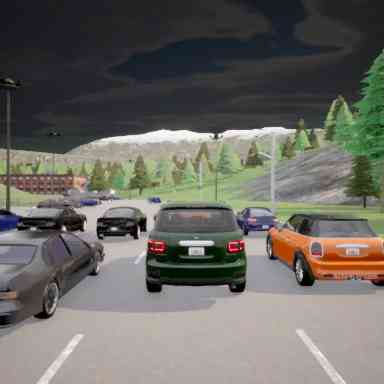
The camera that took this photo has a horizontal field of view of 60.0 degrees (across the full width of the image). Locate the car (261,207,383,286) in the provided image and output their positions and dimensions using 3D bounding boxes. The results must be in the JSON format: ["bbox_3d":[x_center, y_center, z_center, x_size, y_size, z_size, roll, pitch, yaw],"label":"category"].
[{"bbox_3d":[3.581,1.352,9.543,2.097,1.767,4.553,0,0,0],"label":"car"}]

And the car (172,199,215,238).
[{"bbox_3d":[0.022,1.352,18.575,2.097,1.767,4.553,0,0,-1],"label":"car"}]

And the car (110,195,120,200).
[{"bbox_3d":[-21.912,1.539,91.853,2.033,1.411,5.357,0,0,-44],"label":"car"}]

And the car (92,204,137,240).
[{"bbox_3d":[-3.452,1.477,17.113,1.882,1.535,5.008,0,0,0],"label":"car"}]

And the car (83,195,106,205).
[{"bbox_3d":[-15.444,1.525,48.392,4.674,1.442,1.812,0,1,-44],"label":"car"}]

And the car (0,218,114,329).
[{"bbox_3d":[-3.413,1.547,7.287,2.033,1.411,5.357,0,0,-1],"label":"car"}]

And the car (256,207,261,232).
[{"bbox_3d":[3.528,1.525,18.399,1.812,1.442,4.674,0,0,-1],"label":"car"}]

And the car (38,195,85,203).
[{"bbox_3d":[-15.619,1.491,39.388,4.902,1.511,2.128,0,0,-19],"label":"car"}]

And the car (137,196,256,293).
[{"bbox_3d":[0.082,1.221,9.012,2.150,2.045,5.566,0,0,0],"label":"car"}]

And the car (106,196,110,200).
[{"bbox_3d":[-22.583,1.499,81.855,1.837,1.490,4.892,0,0,-37],"label":"car"}]

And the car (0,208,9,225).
[{"bbox_3d":[-10.453,1.525,17.326,1.812,1.442,4.674,0,0,-1],"label":"car"}]

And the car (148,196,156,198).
[{"bbox_3d":[-7.643,1.476,66.227,1.882,1.535,5.008,1,0,-18],"label":"car"}]

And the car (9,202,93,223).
[{"bbox_3d":[-6.958,1.477,17.123,1.882,1.535,5.008,0,0,1],"label":"car"}]

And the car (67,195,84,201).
[{"bbox_3d":[-29.695,1.477,84.776,5.008,1.535,1.882,0,0,42],"label":"car"}]
